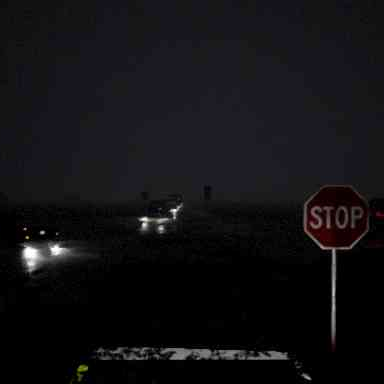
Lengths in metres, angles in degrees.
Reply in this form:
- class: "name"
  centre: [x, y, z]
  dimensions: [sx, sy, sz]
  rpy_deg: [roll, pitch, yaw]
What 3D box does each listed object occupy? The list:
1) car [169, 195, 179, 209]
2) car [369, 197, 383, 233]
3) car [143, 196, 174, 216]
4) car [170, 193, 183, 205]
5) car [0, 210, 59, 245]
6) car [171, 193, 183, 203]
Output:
- class: "car"
  centre: [-3.014, 1.536, 44.545]
  dimensions: [1.812, 1.442, 4.674]
  rpy_deg: [0, 0, 0]
- class: "car"
  centre: [12.184, 1.289, 17.819]
  dimensions: [5.566, 2.045, 2.150]
  rpy_deg: [0, 1, 0]
- class: "car"
  centre: [-3.357, 1.480, 32.527]
  dimensions: [1.882, 1.535, 5.008]
  rpy_deg: [0, 0, 6]
- class: "car"
  centre: [-3.024, 1.244, 57.596]
  dimensions: [2.150, 2.045, 5.566]
  rpy_deg: [0, 0, 0]
- class: "car"
  centre: [-8.211, 1.572, 15.598]
  dimensions: [4.181, 1.385, 1.994]
  rpy_deg: [0, 0, 31]
- class: "car"
  centre: [-3.057, 1.254, 69.304]
  dimensions: [2.150, 2.045, 5.566]
  rpy_deg: [0, 0, 0]
